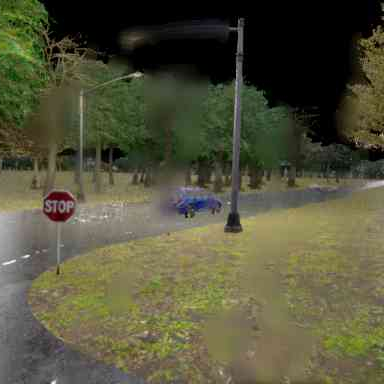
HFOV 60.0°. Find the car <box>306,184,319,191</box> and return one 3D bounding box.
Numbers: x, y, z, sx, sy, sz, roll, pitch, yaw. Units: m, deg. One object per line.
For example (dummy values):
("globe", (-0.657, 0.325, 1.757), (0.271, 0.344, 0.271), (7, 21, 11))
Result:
("car", (26.664, -1.056, 73.321), (1.812, 1.442, 4.674), (4, 4, 35))

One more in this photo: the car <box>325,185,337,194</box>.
("car", (26.491, -0.515, 63.310), (2.128, 1.511, 4.902), (3, 4, 28))

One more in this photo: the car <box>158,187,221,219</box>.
("car", (-0.030, 0.680, 23.765), (2.150, 2.045, 5.566), (4, 4, 35))
